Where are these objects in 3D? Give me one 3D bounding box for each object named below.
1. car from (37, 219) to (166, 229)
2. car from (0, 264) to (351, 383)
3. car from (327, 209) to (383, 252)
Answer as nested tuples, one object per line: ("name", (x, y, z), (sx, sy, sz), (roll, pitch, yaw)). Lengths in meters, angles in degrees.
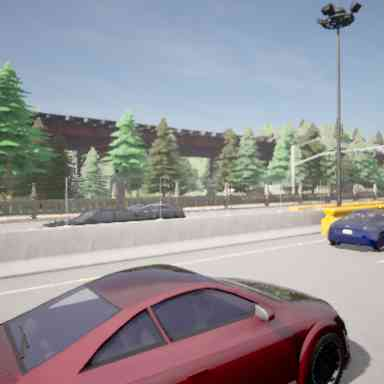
("car", (-3.854, 1.410, 14.115), (5.008, 1.535, 1.882), (-1, 1, -35))
("car", (-0.135, 1.538, 3.646), (4.181, 1.385, 1.994), (-1, 1, -35))
("car", (7.257, 1.383, 13.193), (4.181, 1.385, 1.994), (-1, 1, -35))
